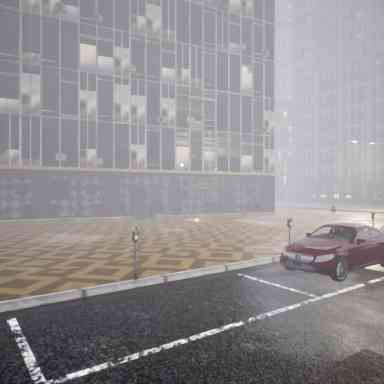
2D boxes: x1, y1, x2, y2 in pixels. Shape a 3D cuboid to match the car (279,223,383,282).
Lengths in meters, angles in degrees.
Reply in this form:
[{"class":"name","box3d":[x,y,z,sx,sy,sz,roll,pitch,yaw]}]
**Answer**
[{"class":"car","box3d":[4.383,1.579,9.697,4.206,1.307,1.802,0,0,-36]}]
